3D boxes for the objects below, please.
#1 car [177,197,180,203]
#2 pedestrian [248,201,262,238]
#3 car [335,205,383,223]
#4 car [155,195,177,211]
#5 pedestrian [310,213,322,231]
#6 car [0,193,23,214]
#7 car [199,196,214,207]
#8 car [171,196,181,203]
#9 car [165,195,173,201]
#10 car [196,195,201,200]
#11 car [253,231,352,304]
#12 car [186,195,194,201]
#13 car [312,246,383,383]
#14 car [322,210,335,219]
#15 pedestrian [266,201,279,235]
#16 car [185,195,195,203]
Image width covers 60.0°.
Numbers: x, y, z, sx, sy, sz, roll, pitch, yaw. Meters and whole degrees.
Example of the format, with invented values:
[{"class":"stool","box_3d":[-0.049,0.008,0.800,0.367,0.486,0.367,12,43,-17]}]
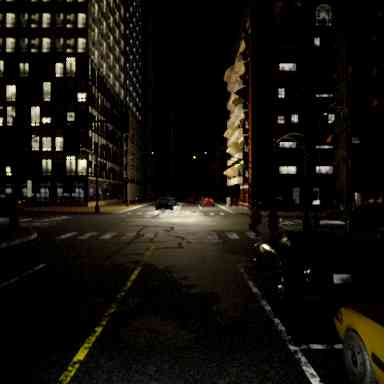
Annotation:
[{"class":"car","box_3d":[-3.427,1.506,55.018,2.128,1.511,4.902,0,0,0]},{"class":"pedestrian","box_3d":[3.058,1.295,15.996,0.375,1.860,0.375,0,0,0]},{"class":"car","box_3d":[14.657,1.870,27.750,4.181,1.385,1.994,1,0,-1]},{"class":"car","box_3d":[-3.351,1.360,40.941,2.097,1.767,4.553,0,0,0]},{"class":"pedestrian","box_3d":[5.748,1.142,15.414,0.375,1.860,0.375,0,0,0]},{"class":"car","box_3d":[-17.880,1.028,29.870,5.009,1.841,2.192,1,-1,-1]},{"class":"car","box_3d":[2.430,1.594,49.958,1.802,1.307,4.206,0,0,0]},{"class":"car","box_3d":[-3.436,1.620,70.272,1.895,1.301,4.718,0,0,0]},{"class":"car","box_3d":[-6.255,1.595,91.064,2.008,1.369,4.403,0,0,0]},{"class":"car","box_3d":[2.300,1.571,62.874,2.008,1.369,4.403,0,0,0]},{"class":"car","box_3d":[2.640,1.566,7.935,1.947,1.339,4.313,0,0,0]},{"class":"car","box_3d":[-0.512,1.393,82.541,2.128,1.511,4.902,0,0,0]},{"class":"car","box_3d":[2.675,1.525,2.422,1.752,1.417,4.829,0,0,0]},{"class":"car","box_3d":[14.453,1.836,30.348,4.829,1.417,1.752,1,-1,-1]},{"class":"pedestrian","box_3d":[3.617,1.295,14.800,0.375,1.860,0.375,0,0,0]},{"class":"car","box_3d":[-0.450,1.572,72.539,1.994,1.385,4.181,0,0,0]}]
